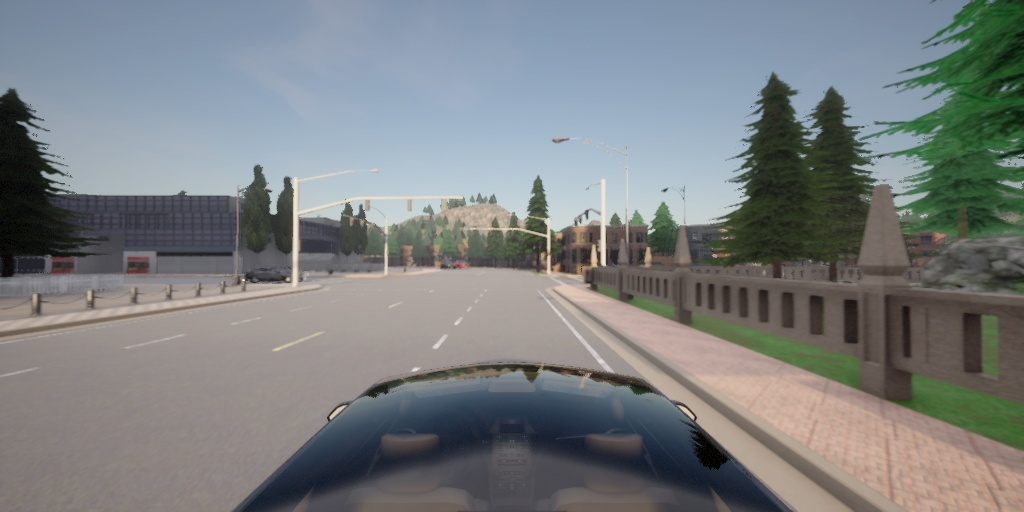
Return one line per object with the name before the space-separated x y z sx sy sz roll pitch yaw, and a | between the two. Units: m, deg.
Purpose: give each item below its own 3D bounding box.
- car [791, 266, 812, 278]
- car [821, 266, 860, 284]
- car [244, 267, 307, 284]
car | 32.660 1.809 38.418 5.357 1.411 2.033 0 -1 0
car | 30.012 1.693 31.415 4.902 1.511 2.128 1 -1 0
car | -20.585 1.694 31.394 4.902 1.511 2.128 1 -1 0
